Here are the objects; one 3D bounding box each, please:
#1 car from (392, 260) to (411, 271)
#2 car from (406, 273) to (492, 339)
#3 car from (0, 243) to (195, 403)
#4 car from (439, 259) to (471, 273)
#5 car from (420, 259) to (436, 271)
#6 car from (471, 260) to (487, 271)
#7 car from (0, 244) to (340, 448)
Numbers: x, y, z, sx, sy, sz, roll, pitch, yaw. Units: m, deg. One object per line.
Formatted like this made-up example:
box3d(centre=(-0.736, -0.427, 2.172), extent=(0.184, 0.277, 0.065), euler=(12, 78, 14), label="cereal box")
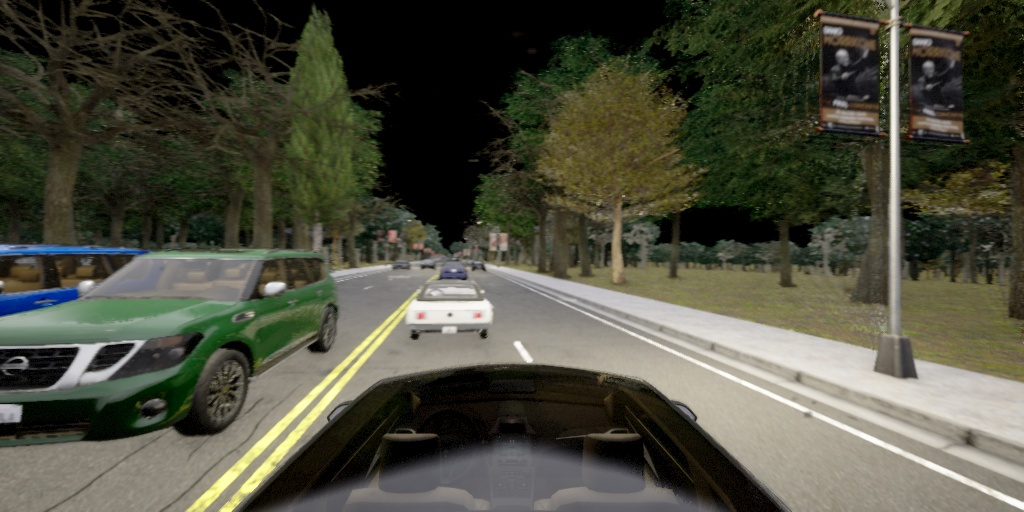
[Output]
box3d(centre=(-14.248, 1.177, 46.459), extent=(1.994, 1.385, 4.181), euler=(1, 0, -9), label="car")
box3d(centre=(-1.703, 1.331, 10.047), extent=(1.895, 1.301, 4.718), euler=(1, 0, -9), label="car")
box3d(centre=(-7.684, 0.834, 5.049), extent=(2.150, 2.045, 5.566), euler=(1, 0, -9), label="car")
box3d(centre=(-4.545, 1.073, 28.003), extent=(2.097, 1.767, 4.553), euler=(1, 0, -9), label="car")
box3d(centre=(-11.230, 1.152, 48.189), extent=(1.882, 1.535, 5.008), euler=(1, -1, -9), label="car")
box3d(centre=(-4.614, 1.322, 49.055), extent=(1.812, 1.442, 4.674), euler=(1, 0, -9), label="car")
box3d(centre=(-4.476, 0.894, 5.559), extent=(2.150, 2.045, 5.566), euler=(1, 0, -9), label="car")
